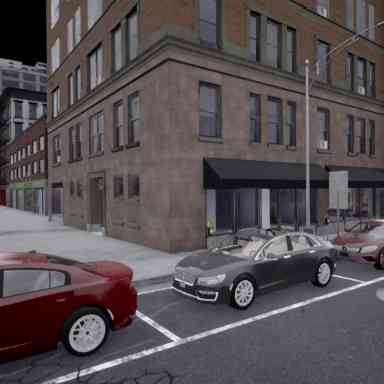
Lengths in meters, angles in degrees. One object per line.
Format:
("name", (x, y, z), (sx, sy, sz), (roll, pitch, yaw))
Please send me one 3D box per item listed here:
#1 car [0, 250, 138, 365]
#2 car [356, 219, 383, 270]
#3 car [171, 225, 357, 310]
("car", (-2.950, 1.545, 4.438), (4.507, 1.381, 1.887), (0, -1, -36))
("car", (6.133, 1.581, 10.931), (4.206, 1.307, 1.802), (0, -1, -36))
("car", (1.591, 1.550, 7.684), (4.403, 1.369, 2.008), (0, -1, -36))
